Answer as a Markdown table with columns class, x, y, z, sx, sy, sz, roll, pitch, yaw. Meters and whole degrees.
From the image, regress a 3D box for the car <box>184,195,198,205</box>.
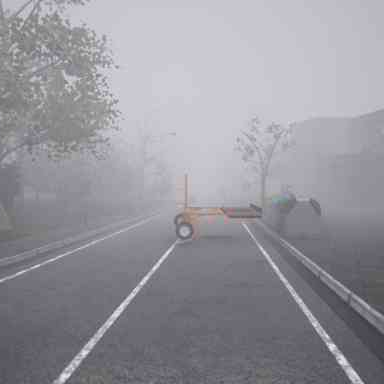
| class | x | y | z | sx | sy | sz | roll | pitch | yaw |
| --- | --- | --- | --- | --- | --- | --- | --- | --- | --- |
| car | -0.214 | 1.299 | 52.891 | 1.837 | 1.490 | 4.892 | 0 | 0 | -2 |

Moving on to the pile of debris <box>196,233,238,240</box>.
| class | x | y | z | sx | sy | sz | roll | pitch | yaw |
| --- | --- | --- | --- | --- | --- | --- | --- | --- | --- |
| pile of debris | 1.162 | 2.111 | 15.815 | 1.860 | 0.140 | 1.500 | 0 | 0 | 3 |

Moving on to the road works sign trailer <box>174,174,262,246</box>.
| class | x | y | z | sx | sy | sz | roll | pitch | yaw |
| --- | --- | --- | --- | --- | --- | --- | --- | --- | --- |
| road works sign trailer | 1.031 | 0.664 | 14.519 | 3.560 | 2.880 | 2.380 | 0 | 5 | -5 |
